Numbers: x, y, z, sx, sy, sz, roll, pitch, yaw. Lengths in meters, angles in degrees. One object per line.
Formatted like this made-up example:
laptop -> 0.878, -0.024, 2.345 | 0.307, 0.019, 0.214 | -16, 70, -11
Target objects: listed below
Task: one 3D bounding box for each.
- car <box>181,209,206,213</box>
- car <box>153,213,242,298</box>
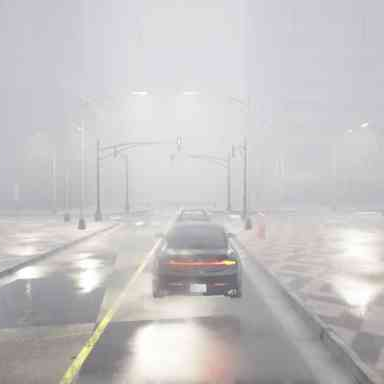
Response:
car -> 0.068, 1.557, 17.375 | 1.994, 1.385, 4.181 | 0, 0, 1
car -> 0.104, 1.502, 8.471 | 1.837, 1.490, 4.892 | 0, 0, 0
